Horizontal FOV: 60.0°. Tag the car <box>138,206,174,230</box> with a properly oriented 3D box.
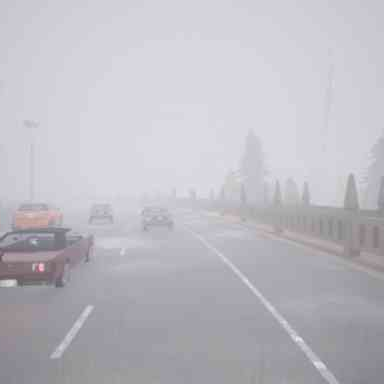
[{"bbox_3d":[-2.372,1.573,21.346,2.033,1.411,5.357,0,0,-12],"label":"car"}]

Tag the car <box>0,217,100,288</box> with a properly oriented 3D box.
[{"bbox_3d":[-4.026,1.620,9.170,1.895,1.301,4.718,0,0,-6],"label":"car"}]

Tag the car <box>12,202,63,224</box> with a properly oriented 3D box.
[{"bbox_3d":[-9.459,1.411,20.710,2.097,1.767,4.553,0,0,-12],"label":"car"}]

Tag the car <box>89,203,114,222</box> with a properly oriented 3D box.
[{"bbox_3d":[-7.332,1.607,26.865,2.033,1.411,5.357,0,0,-16],"label":"car"}]

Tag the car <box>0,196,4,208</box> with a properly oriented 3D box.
[{"bbox_3d":[-22.982,1.407,38.263,2.150,2.045,5.566,0,-1,-25],"label":"car"}]
